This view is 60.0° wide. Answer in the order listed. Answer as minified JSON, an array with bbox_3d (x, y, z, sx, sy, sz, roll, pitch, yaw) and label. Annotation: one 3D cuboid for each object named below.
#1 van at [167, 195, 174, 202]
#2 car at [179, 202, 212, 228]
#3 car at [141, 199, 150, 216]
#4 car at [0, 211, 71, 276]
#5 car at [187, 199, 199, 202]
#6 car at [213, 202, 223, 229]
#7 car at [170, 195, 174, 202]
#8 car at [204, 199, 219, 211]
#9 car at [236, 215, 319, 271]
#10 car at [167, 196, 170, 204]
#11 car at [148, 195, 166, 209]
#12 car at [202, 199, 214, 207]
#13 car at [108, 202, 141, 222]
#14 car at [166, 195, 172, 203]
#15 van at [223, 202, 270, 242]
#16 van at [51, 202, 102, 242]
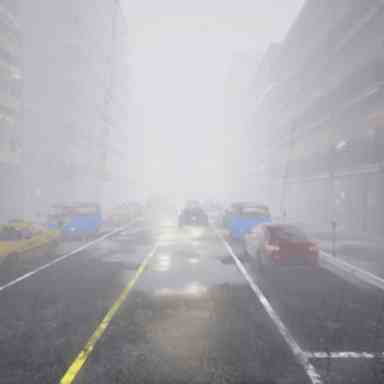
[{"bbox_3d":[-5.711,1.770,90.363,1.690,1.788,3.998,0,0,0],"label":"van"},{"bbox_3d":[0.099,1.641,23.046,1.994,1.385,4.181,0,0,0],"label":"car"},{"bbox_3d":[-5.695,1.703,33.461,1.802,1.307,4.206,0,0,0],"label":"car"},{"bbox_3d":[-5.689,1.558,10.532,1.752,1.417,4.829,0,0,0],"label":"car"},{"bbox_3d":[0.091,1.635,41.423,1.882,1.535,5.008,0,0,0],"label":"car"},{"bbox_3d":[2.688,1.619,22.080,1.887,1.381,4.507,0,0,0],"label":"car"},{"bbox_3d":[-5.708,1.672,78.981,2.192,1.841,5.009,0,0,0],"label":"car"},{"bbox_3d":[2.683,1.729,39.151,1.802,1.307,4.206,0,0,0],"label":"car"},{"bbox_3d":[2.691,1.615,10.701,1.802,1.307,4.206,0,0,0],"label":"car"},{"bbox_3d":[-5.703,1.822,61.912,1.947,1.339,4.313,0,0,0],"label":"car"},{"bbox_3d":[-5.699,1.514,50.532,2.192,1.841,5.009,0,0,0],"label":"car"},{"bbox_3d":[2.679,1.809,56.221,1.802,1.307,4.206,0,0,0],"label":"car"},{"bbox_3d":[-5.693,1.622,27.600,1.752,1.417,4.829,0,0,0],"label":"car"},{"bbox_3d":[-5.705,1.870,67.600,1.802,1.307,4.206,0,0,0],"label":"car"},{"bbox_3d":[2.691,1.394,16.390,1.690,1.788,3.998,0,0,0],"label":"van"},{"bbox_3d":[-5.689,1.394,16.390,1.690,1.788,3.998,0,0,0],"label":"van"}]
